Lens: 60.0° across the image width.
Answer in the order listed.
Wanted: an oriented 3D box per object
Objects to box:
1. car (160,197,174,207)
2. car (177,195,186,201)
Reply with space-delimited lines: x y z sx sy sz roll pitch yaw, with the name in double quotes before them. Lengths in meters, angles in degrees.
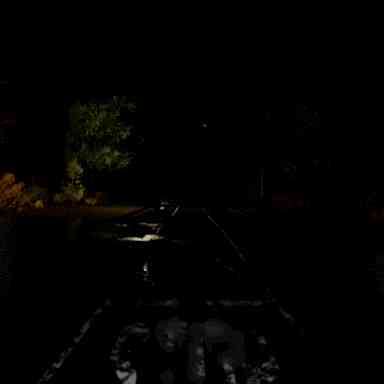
"car" -3.812 1.549 51.553 1.837 1.490 4.892 0 0 -1
"car" -2.779 1.530 87.984 1.882 1.535 5.008 0 0 6
